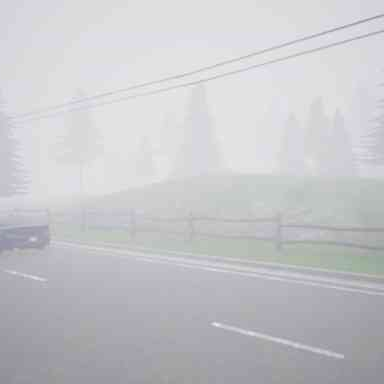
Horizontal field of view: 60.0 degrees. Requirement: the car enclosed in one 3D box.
[{"bbox_3d":[-7.915,1.632,13.841,5.008,1.535,1.882,0,0,36],"label":"car"}]
